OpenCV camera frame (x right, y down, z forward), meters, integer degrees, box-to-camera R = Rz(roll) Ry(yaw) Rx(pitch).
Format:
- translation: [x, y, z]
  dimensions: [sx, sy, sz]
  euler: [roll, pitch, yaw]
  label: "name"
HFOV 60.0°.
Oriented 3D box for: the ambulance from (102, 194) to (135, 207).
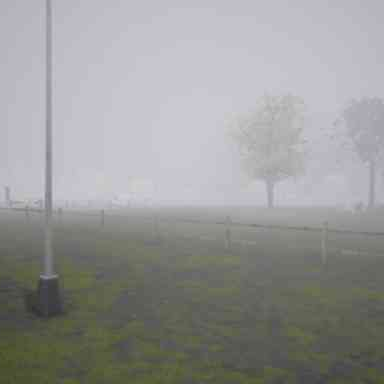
- translation: [-13.516, 1.558, 61.334]
  dimensions: [2.351, 2.431, 6.366]
  euler: [-1, -1, 36]
  label: "ambulance"
